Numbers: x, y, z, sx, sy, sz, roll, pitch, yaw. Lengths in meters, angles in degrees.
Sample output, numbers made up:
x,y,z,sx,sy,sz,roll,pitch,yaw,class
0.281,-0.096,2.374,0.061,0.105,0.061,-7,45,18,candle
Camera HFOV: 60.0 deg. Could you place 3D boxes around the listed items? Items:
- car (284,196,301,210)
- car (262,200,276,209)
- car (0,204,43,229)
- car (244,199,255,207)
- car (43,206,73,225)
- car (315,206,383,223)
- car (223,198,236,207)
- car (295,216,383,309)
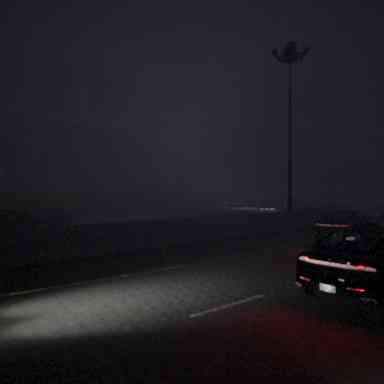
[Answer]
x,y,z,sx,sy,sz,roll,pitch,yaw,class
14.684,1.593,48.503,2.150,2.045,5.566,0,-1,18,car
12.403,1.957,53.202,1.994,1.385,4.181,0,0,15,car
-11.010,1.589,17.839,4.892,1.490,1.837,0,0,-38,car
10.172,1.915,58.836,2.128,1.511,4.902,0,0,12,car
-10.407,1.684,22.874,4.181,1.385,1.994,1,0,-41,car
7.336,1.618,15.523,2.128,1.511,4.902,0,0,44,car
6.726,1.921,59.451,1.837,1.490,4.892,0,0,12,car
4.288,1.557,7.684,4.902,1.511,2.128,1,0,-42,car
